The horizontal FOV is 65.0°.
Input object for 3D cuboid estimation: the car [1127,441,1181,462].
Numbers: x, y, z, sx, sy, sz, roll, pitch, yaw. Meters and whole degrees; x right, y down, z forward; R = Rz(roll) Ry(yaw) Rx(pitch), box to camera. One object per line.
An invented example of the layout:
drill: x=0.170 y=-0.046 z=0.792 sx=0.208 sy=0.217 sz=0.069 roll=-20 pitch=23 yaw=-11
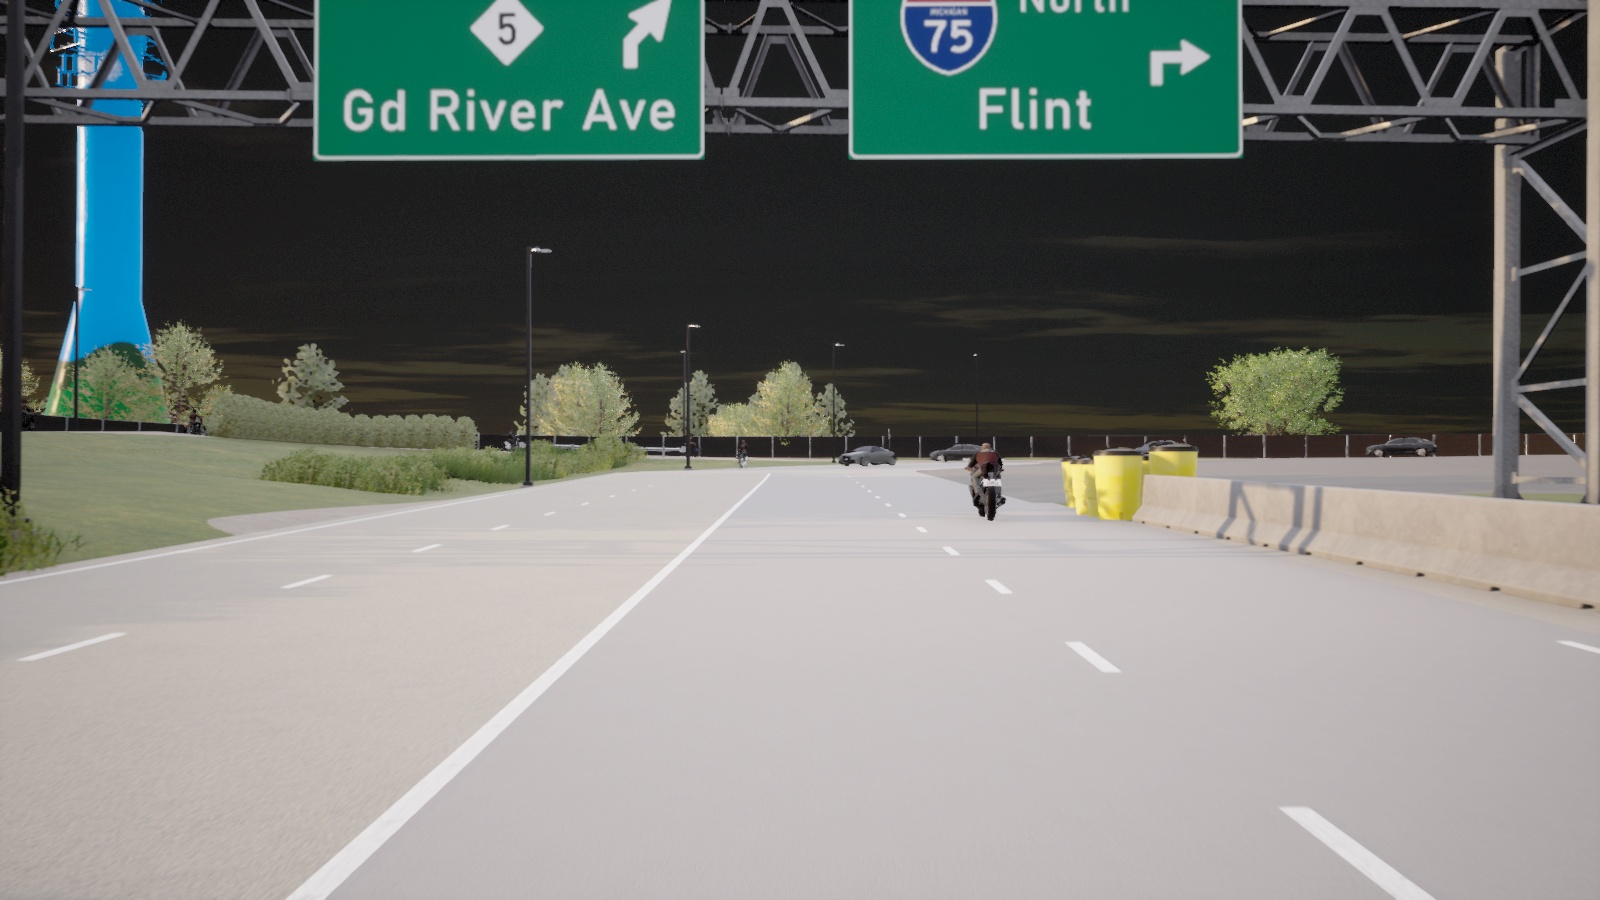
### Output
car: x=26.533 y=0.131 z=94.240 sx=3.633 sy=1.501 sz=1.845 roll=-1 pitch=-1 yaw=8

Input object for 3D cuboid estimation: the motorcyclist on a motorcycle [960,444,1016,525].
motorcyclist on a motorcycle: x=3.708 y=0.644 z=24.945 sx=0.866 sy=1.530 sz=2.191 roll=1 pitch=0 yaw=3

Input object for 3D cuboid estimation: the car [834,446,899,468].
car: x=4.518 y=0.429 z=84.736 sx=4.181 sy=1.385 sz=1.994 roll=-1 pitch=1 yaw=-41

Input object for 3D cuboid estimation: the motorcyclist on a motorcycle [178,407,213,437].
motorcyclist on a motorcycle: x=-35.600 y=-1.620 z=74.021 sx=0.766 sy=1.649 sz=2.350 roll=0 pitch=-2 yaw=3

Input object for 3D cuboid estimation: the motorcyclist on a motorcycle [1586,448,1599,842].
motorcyclist on a motorcycle: x=3.538 y=0.763 z=3.867 sx=0.866 sy=1.530 sz=2.191 roll=0 pitch=0 yaw=0

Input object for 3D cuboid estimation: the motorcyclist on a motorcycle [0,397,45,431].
motorcyclist on a motorcycle: x=-36.358 y=-1.674 z=58.754 sx=0.797 sy=1.523 sz=2.044 roll=0 pitch=1 yaw=2

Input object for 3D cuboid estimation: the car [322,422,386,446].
car: x=-31.030 y=-1.078 z=87.435 sx=1.970 sy=1.475 sz=3.806 roll=0 pitch=-2 yaw=32
